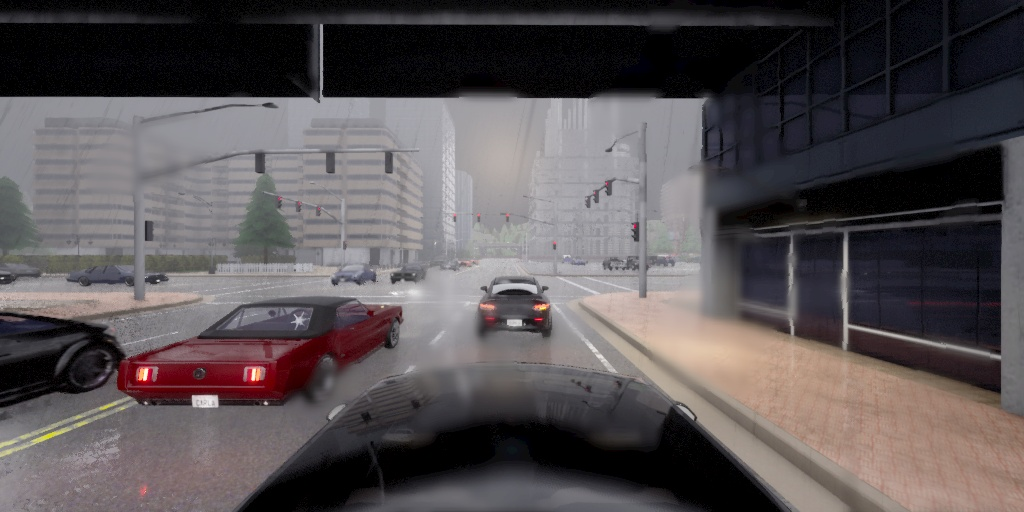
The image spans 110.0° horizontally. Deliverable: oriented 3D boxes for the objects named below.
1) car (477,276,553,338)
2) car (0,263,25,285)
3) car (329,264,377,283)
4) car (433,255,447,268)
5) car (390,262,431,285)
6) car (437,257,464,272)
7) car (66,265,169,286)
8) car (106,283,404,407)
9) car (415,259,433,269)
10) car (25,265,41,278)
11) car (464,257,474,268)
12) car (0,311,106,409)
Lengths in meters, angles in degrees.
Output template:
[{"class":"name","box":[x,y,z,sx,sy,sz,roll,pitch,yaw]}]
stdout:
[{"class":"car","box":[0.074,1.276,10.027,1.812,1.442,4.674,0,0,0]},{"class":"car","box":[-36.874,1.255,24.264,4.892,1.490,1.837,0,0,0]},{"class":"car","box":[-10.937,1.275,25.225,1.812,1.442,4.674,0,0,-3]},{"class":"car","box":[-11.670,0.963,58.100,2.150,2.045,5.566,0,1,-1]},{"class":"car","box":[-7.498,1.351,26.446,1.895,1.301,4.718,0,0,-3]},{"class":"car","box":[-8.090,1.241,47.432,2.128,1.511,4.902,0,0,0]},{"class":"car","box":[-26.671,1.297,24.318,5.357,1.411,2.033,0,0,0]},{"class":"car","box":[-3.439,1.351,6.262,1.895,1.301,4.718,0,0,0]},{"class":"car","box":[-11.566,1.313,44.637,1.994,1.385,4.181,0,0,0]},{"class":"car","box":[-44.328,1.314,31.419,4.181,1.385,1.994,0,0,0]},{"class":"car","box":[-8.180,1.101,61.661,2.097,1.767,4.553,0,0,0]},{"class":"car","box":[-7.107,1.314,3.877,1.994,1.385,4.181,0,0,0]}]
